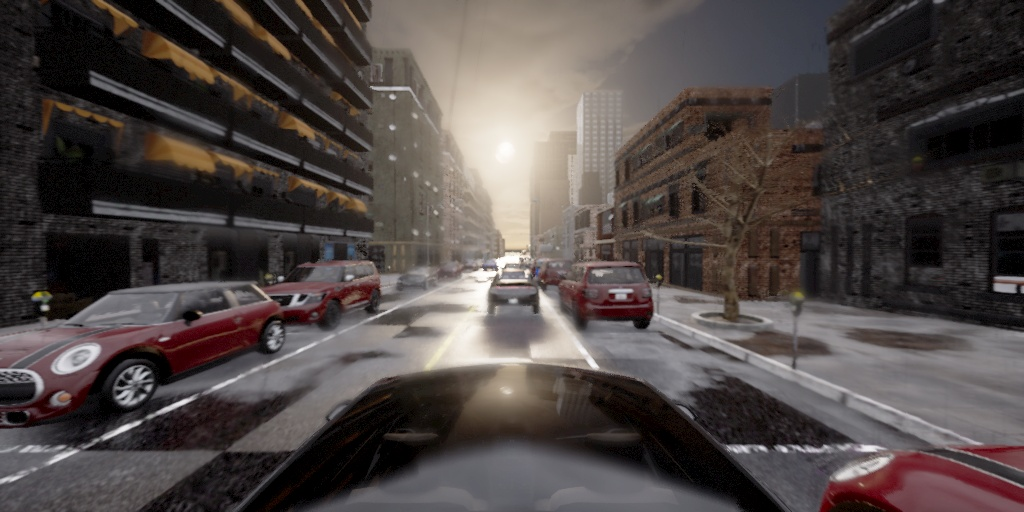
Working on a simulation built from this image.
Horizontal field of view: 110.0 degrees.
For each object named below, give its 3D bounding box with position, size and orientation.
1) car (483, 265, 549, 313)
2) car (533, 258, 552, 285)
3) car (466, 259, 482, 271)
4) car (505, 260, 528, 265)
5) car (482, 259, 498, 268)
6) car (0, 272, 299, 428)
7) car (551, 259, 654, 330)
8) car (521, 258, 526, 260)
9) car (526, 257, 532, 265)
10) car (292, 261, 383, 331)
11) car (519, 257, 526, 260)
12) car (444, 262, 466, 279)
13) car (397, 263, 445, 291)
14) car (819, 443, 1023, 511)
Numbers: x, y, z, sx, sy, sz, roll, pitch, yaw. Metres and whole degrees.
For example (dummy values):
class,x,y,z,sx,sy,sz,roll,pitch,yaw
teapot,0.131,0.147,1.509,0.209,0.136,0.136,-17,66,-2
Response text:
class,x,y,z,sx,sy,sz,roll,pitch,yaw
car,0.074,1.262,14.059,2.128,1.511,4.902,0,0,0
car,2.698,1.097,21.988,2.192,1.841,5.009,0,0,0
car,-5.671,1.263,49.034,1.967,1.591,4.097,0,0,0
car,0.083,1.300,29.350,1.837,1.490,4.892,0,0,0
car,-3.057,1.304,51.298,1.882,1.535,5.008,0,0,0
car,-5.689,1.196,5.777,1.967,1.591,4.097,0,0,0
car,2.694,1.080,11.173,2.192,1.841,5.009,0,0,0
car,2.712,1.389,53.933,2.007,1.370,4.403,0,0,0
car,2.703,1.114,32.802,2.192,1.841,5.009,0,0,0
car,-5.687,1.080,11.184,2.192,1.841,5.009,0,0,0
car,2.683,1.410,65.084,1.948,1.339,4.313,0,0,0
car,-5.678,1.239,32.812,1.967,1.591,4.097,0,0,0
car,-5.683,1.333,21.998,2.007,1.370,4.403,0,0,0
car,2.689,1.188,0.358,1.967,1.591,4.097,0,0,0
